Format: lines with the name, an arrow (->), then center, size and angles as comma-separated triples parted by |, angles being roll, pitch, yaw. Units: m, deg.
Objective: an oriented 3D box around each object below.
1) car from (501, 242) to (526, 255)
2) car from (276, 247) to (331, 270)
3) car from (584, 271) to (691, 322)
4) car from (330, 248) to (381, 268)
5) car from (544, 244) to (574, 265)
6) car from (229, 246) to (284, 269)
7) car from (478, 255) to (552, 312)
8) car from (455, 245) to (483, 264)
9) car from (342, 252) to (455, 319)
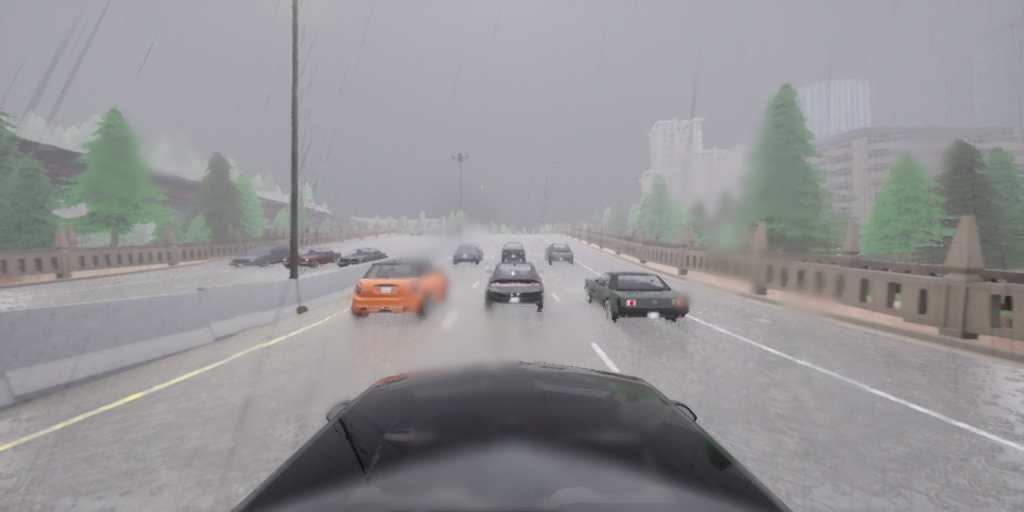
car -> 0.108, -0.412, 29.551 | 1.882, 1.535, 5.008 | 0, 6, 0
car -> -14.089, 0.127, 25.504 | 1.895, 1.301, 4.718 | 0, 6, 0
car -> 3.599, 1.121, 11.315 | 1.895, 1.301, 4.718 | 0, 2, 0
car -> -10.590, 0.126, 25.514 | 1.895, 1.301, 4.718 | 0, 6, 0
car -> 3.606, -0.228, 27.949 | 2.128, 1.511, 4.902 | 0, 6, 0
car -> -17.589, 0.029, 25.940 | 2.033, 1.411, 5.357 | 0, 6, 0
car -> 0.100, 0.944, 12.801 | 2.128, 1.511, 4.902 | 0, 3, 0
car -> -3.393, -0.210, 28.466 | 1.994, 1.385, 4.181 | 0, 6, 0
car -> -3.402, 0.848, 11.857 | 2.097, 1.767, 4.553 | 0, 3, 0
